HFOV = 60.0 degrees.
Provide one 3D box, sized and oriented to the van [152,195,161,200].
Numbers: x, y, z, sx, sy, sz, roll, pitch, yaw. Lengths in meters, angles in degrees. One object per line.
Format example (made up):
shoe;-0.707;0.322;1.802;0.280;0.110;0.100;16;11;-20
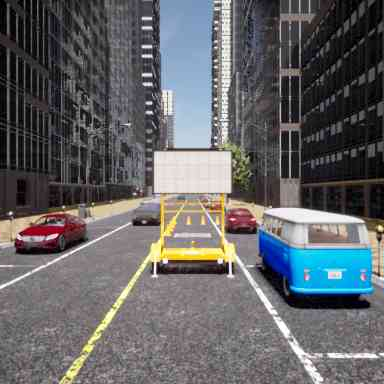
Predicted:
van;-5.575;1.328;53.708;1.690;1.788;3.998;0;0;0

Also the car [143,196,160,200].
car;-5.600;1.548;42.323;2.008;1.369;4.403;0;0;0

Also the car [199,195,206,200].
car;2.891;1.462;93.534;1.887;1.381;4.507;0;0;0

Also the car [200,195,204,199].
car;2.805;1.538;53.686;2.008;1.369;4.403;0;0;0

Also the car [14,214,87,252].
car;-5.661;1.582;13.860;1.802;1.307;4.206;0;0;0

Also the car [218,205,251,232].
car;2.732;1.581;19.531;1.802;1.307;4.206;0;0;0

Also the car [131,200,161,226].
car;-3.049;1.547;23.981;2.033;1.411;5.357;0;0;0

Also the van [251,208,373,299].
van;2.708;1.341;8.147;1.690;1.788;3.998;0;0;0

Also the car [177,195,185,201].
car;-2.817;1.498;86.034;1.994;1.385;4.181;0;0;0

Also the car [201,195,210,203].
car;2.842;1.401;70.763;1.967;1.590;4.097;0;0;0

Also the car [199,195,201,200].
car;2.830;1.410;65.071;1.967;1.590;4.097;0;0;0

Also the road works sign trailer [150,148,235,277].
road works sign trailer;0.022;0.464;10.172;2.380;3.560;2.880;0;0;0

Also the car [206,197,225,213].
car;2.769;1.581;36.609;1.802;1.307;4.206;0;0;0

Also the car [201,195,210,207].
car;2.793;1.544;47.994;2.008;1.369;4.403;0;0;0
